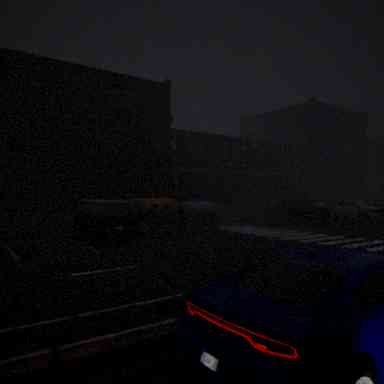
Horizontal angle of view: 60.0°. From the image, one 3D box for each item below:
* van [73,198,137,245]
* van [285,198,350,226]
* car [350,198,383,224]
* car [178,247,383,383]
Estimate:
[{"bbox_3d":[-4.342,1.304,16.071,1.878,1.987,4.442,1,0,-36],"label":"van"},{"bbox_3d":[9.249,1.496,25.507,1.878,1.987,4.442,1,0,-36],"label":"van"},{"bbox_3d":[13.680,1.535,28.785,2.435,2.045,5.566,1,0,-36],"label":"car"},{"bbox_3d":[2.176,1.532,4.663,5.008,1.535,1.882,2,-1,-36],"label":"car"}]
